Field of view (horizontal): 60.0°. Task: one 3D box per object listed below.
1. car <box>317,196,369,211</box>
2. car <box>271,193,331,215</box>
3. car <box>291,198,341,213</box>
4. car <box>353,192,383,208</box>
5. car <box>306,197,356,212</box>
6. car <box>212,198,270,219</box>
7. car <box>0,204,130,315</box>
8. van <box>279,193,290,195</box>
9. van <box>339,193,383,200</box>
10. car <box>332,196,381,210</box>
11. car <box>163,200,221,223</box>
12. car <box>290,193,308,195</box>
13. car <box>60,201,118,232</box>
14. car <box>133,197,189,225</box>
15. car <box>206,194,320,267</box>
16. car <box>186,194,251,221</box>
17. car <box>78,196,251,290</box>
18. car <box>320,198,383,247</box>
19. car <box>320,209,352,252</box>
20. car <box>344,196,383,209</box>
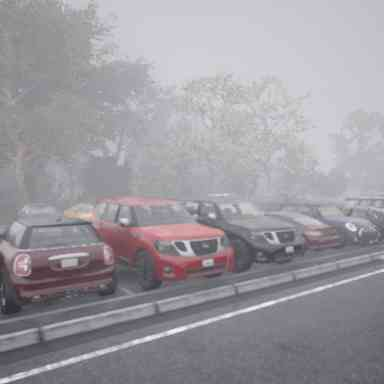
[{"bbox_3d":[17.829,1.335,39.561,1.946,1.575,5.366,-1,0,-36],"label":"car"},{"bbox_3d":[11.174,1.142,34.545,2.435,2.045,5.566,0,0,-36],"label":"car"},{"bbox_3d":[13.400,1.408,36.205,2.163,1.488,4.792,0,0,-36],"label":"car"},{"bbox_3d":[24.728,1.006,44.228,2.435,2.045,5.566,-1,0,-36],"label":"car"},{"bbox_3d":[15.698,1.392,37.776,2.163,1.488,4.792,0,0,-36],"label":"car"},{"bbox_3d":[4.274,1.418,29.879,1.946,1.575,5.366,0,0,-36],"label":"car"},{"bbox_3d":[-3.527,1.346,7.963,2.185,1.767,4.553,0,0,-36],"label":"car"},{"bbox_3d":[6.572,1.187,31.435,1.878,1.987,4.442,0,0,-36],"label":"van"},{"bbox_3d":[10.073,1.200,17.861,1.878,1.987,4.442,0,0,-36],"label":"van"},{"bbox_3d":[20.199,1.314,41.021,2.097,1.535,5.008,-1,0,-36],"label":"car"},{"bbox_3d":[-0.118,1.466,26.477,2.163,1.488,4.792,0,0,-36],"label":"car"},{"bbox_3d":[8.882,1.154,32.977,2.435,2.045,5.566,0,0,-36],"label":"car"},{"bbox_3d":[-6.803,1.456,21.508,1.946,1.575,5.366,0,0,-36],"label":"car"},{"bbox_3d":[-2.413,1.318,24.911,2.185,1.767,4.553,0,0,-36],"label":"car"},{"bbox_3d":[1.033,1.205,11.224,2.435,2.045,5.566,0,0,-36],"label":"car"},{"bbox_3d":[2.106,1.177,28.137,2.435,2.045,5.566,0,0,-36],"label":"car"},{"bbox_3d":[-1.248,1.213,9.595,2.435,2.045,5.566,0,0,-36],"label":"car"},{"bbox_3d":[5.561,1.315,14.533,2.185,1.767,4.553,0,0,-36],"label":"car"},{"bbox_3d":[3.300,1.489,12.876,2.002,1.452,4.674,0,0,-36],"label":"car"},{"bbox_3d":[22.460,1.288,42.635,2.231,1.521,4.892,-1,0,-36],"label":"car"}]
